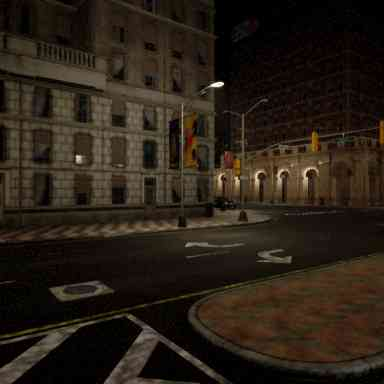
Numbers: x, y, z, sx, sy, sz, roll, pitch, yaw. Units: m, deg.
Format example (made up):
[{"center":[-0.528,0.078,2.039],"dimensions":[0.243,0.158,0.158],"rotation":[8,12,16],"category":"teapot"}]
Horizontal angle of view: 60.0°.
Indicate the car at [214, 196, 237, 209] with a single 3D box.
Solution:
[{"center":[3.765,1.352,43.674],"dimensions":[2.097,1.767,4.553],"rotation":[0,0,-36],"category":"car"}]
